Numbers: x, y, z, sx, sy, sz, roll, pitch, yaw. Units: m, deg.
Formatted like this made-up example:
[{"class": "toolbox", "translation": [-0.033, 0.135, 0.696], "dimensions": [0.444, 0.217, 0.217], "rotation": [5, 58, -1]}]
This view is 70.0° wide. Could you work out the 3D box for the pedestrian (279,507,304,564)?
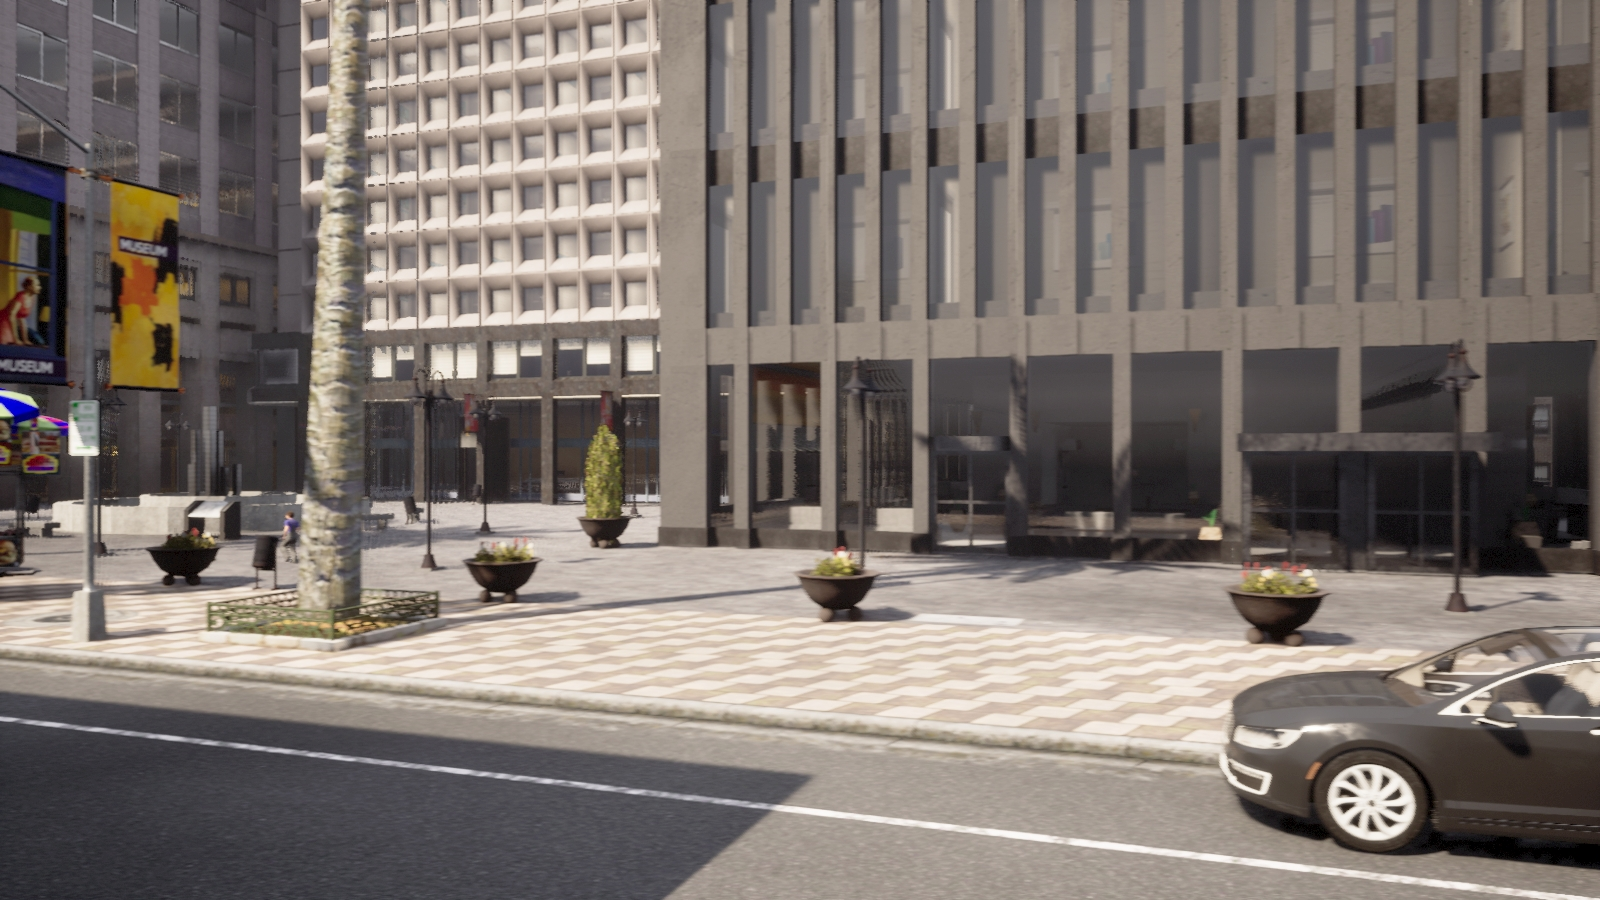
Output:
[{"class": "pedestrian", "translation": [-11.922, 1.991, 26.786], "dimensions": [0.375, 1.300, 0.375], "rotation": [0, 0, 32]}]
